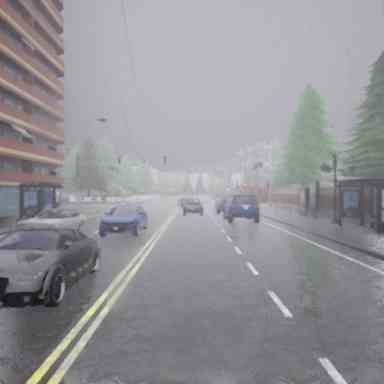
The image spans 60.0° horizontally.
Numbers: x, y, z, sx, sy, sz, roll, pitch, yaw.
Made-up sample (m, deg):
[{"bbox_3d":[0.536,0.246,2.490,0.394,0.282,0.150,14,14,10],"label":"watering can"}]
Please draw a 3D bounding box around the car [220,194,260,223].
[{"bbox_3d":[3.597,1.158,24.857,2.150,2.045,5.566,0,0,0],"label":"car"}]

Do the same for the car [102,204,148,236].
[{"bbox_3d":[-3.572,1.432,18.147,1.882,1.535,5.008,0,0,0],"label":"car"}]

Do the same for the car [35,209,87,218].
[{"bbox_3d":[-7.074,1.557,17.212,1.895,1.301,4.718,0,0,0],"label":"car"}]

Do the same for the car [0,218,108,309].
[{"bbox_3d":[-3.582,1.544,7.790,1.994,1.385,4.181,0,0,1],"label":"car"}]

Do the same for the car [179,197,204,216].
[{"bbox_3d":[0.096,1.410,31.846,2.128,1.511,4.902,0,0,0],"label":"car"}]

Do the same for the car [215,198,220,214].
[{"bbox_3d":[3.497,1.266,34.140,2.097,1.767,4.553,0,0,0],"label":"car"}]

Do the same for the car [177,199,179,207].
[{"bbox_3d":[-0.861,1.360,44.810,2.128,1.511,4.902,0,0,-11],"label":"car"}]
